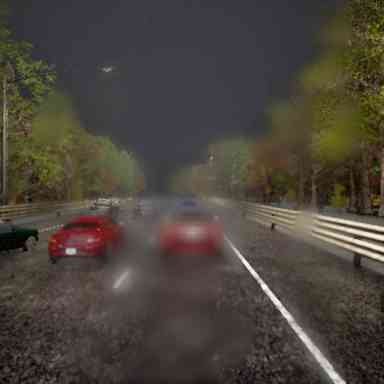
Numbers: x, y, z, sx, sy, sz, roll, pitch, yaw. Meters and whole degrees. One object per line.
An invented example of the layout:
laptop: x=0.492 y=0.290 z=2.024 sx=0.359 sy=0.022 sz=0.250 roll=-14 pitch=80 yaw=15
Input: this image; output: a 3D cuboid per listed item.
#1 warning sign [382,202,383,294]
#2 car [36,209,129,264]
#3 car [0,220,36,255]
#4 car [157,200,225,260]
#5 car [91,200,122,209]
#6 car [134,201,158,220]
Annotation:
warning sign: x=4.525 y=1.121 z=6.231 sx=1.300 sy=1.860 sz=1.060 roll=-1 pitch=-1 yaw=0
car: x=-3.479 y=1.542 z=11.834 sx=1.812 sy=1.442 sz=4.674 roll=0 pitch=0 yaw=0
car: x=-7.001 y=1.546 z=11.115 sx=1.895 sy=1.301 sz=4.718 roll=3 pitch=-3 yaw=1
car: x=0.014 y=1.370 z=12.734 sx=2.097 sy=1.767 sz=4.553 roll=0 pitch=0 yaw=0
car: x=-7.205 y=1.469 z=28.266 sx=2.128 sy=1.511 sz=4.902 roll=4 pitch=-3 yaw=-1
car: x=-3.700 y=1.545 z=28.258 sx=2.128 sy=1.511 sz=4.902 roll=0 pitch=0 yaw=-1
